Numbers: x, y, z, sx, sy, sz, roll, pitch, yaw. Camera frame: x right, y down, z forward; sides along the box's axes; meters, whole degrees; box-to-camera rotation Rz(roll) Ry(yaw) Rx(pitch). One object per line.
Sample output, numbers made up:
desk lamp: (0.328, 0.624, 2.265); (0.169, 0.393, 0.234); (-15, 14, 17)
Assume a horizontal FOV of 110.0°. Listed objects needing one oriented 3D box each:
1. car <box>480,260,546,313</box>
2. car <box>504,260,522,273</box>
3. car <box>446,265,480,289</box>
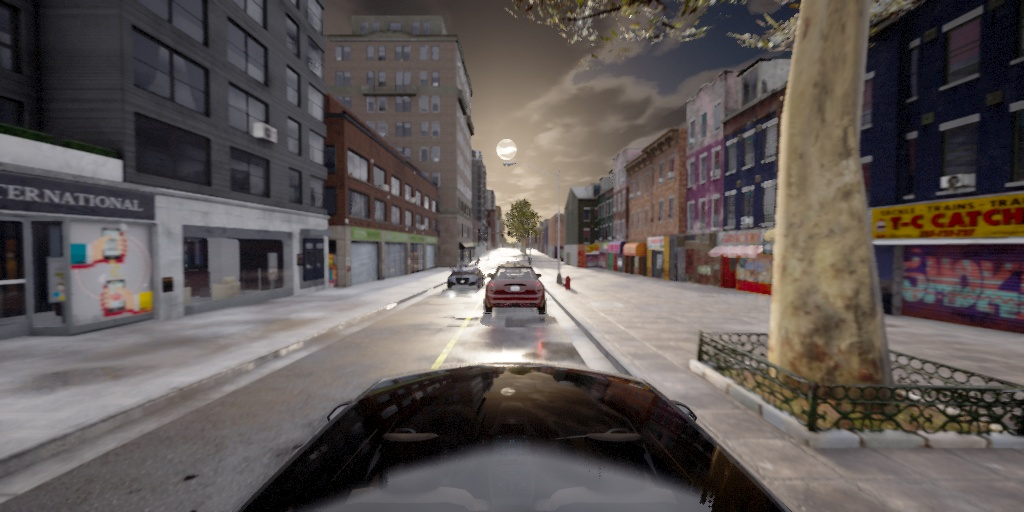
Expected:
car: (0.104, 1.081, 13.931); (2.097, 1.767, 4.553); (0, 0, 0)
car: (0.112, 1.153, 41.690); (1.895, 1.301, 4.718); (0, 0, 0)
car: (-2.822, 1.256, 22.468); (1.994, 1.385, 4.181); (0, 0, 0)
